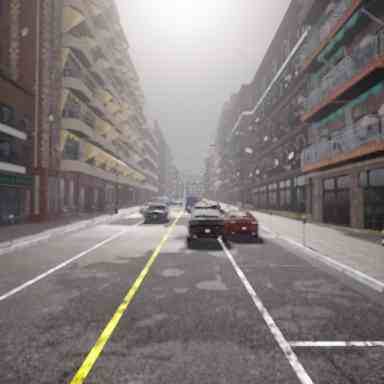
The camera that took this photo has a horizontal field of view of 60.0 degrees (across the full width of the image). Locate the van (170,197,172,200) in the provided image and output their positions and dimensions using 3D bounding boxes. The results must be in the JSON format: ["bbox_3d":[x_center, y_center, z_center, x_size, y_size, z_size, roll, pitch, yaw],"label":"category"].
[{"bbox_3d":[-5.303,1.876,63.015,1.690,1.788,3.998,1,-1,0],"label":"van"}]

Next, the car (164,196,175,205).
[{"bbox_3d":[-5.305,2.025,79.605,2.192,1.841,5.009,1,-1,0],"label":"car"}]

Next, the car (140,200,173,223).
[{"bbox_3d":[-2.854,1.717,27.893,1.837,1.490,4.892,0,0,0],"label":"car"}]

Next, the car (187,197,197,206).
[{"bbox_3d":[-0.012,1.870,68.893,2.097,1.767,4.553,0,-1,0],"label":"car"}]

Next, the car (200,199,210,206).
[{"bbox_3d":[2.572,2.137,68.482,1.887,1.381,4.507,1,-1,0],"label":"car"}]

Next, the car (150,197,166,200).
[{"bbox_3d":[-5.298,1.690,46.425,2.192,1.841,5.009,2,-1,0],"label":"car"}]

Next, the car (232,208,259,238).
[{"bbox_3d":[2.581,1.683,18.708,1.887,1.381,4.507,1,0,0],"label":"car"}]

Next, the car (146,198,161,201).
[{"bbox_3d":[-5.303,1.849,40.722,1.752,1.417,4.829,2,-1,0],"label":"car"}]

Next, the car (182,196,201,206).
[{"bbox_3d":[-0.010,1.667,53.950,2.150,2.045,5.566,0,-1,0],"label":"car"}]

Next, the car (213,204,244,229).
[{"bbox_3d":[2.580,1.709,24.410,1.752,1.417,4.829,1,0,0],"label":"car"}]

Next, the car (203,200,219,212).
[{"bbox_3d":[2.575,1.926,46.361,2.008,1.369,4.403,1,-1,0],"label":"car"}]

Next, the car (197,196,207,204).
[{"bbox_3d":[2.540,2.085,85.077,2.192,1.841,5.009,1,-1,0],"label":"car"}]

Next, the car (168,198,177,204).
[{"bbox_3d":[-5.314,2.398,90.664,1.947,1.339,4.313,1,-1,0],"label":"car"}]

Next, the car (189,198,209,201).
[{"bbox_3d":[0.819,1.717,33.571,1.801,1.575,5.366,0,-1,0],"label":"car"}]

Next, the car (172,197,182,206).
[{"bbox_3d":[-2.763,2.128,68.308,2.033,1.411,5.357,0,-1,0],"label":"car"}]

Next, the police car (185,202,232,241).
[{"bbox_3d":[0.710,1.554,17.486,1.930,1.638,5.238,0,0,0],"label":"police car"}]

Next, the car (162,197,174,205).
[{"bbox_3d":[-5.304,1.965,74.075,2.192,1.841,5.009,1,-1,0],"label":"car"}]

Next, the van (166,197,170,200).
[{"bbox_3d":[-5.301,1.820,57.483,1.690,1.788,3.998,2,-1,0],"label":"van"}]

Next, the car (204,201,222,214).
[{"bbox_3d":[2.577,1.871,40.830,1.887,1.381,4.507,1,-1,0],"label":"car"}]

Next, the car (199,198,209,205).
[{"bbox_3d":[2.581,2.090,74.015,1.967,1.590,4.097,1,-1,0],"label":"car"}]
